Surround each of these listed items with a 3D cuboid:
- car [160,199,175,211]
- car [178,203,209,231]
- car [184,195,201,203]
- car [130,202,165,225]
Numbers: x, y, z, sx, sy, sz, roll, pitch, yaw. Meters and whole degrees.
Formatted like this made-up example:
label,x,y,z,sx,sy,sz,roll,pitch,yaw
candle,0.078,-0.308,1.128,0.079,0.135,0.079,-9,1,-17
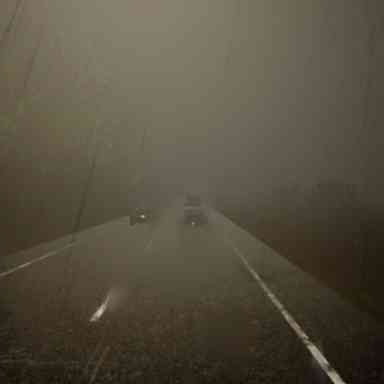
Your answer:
label,x,y,z,sx,sy,sz,roll,pitch,yaw
car,-3.409,1.709,44.718,1.837,1.490,4.892,0,0,0
car,0.096,1.626,21.047,1.812,1.442,4.674,0,0,0
car,0.090,1.440,48.272,2.150,2.045,5.566,0,0,0
car,-3.406,1.682,25.133,1.994,1.385,4.181,0,0,0
